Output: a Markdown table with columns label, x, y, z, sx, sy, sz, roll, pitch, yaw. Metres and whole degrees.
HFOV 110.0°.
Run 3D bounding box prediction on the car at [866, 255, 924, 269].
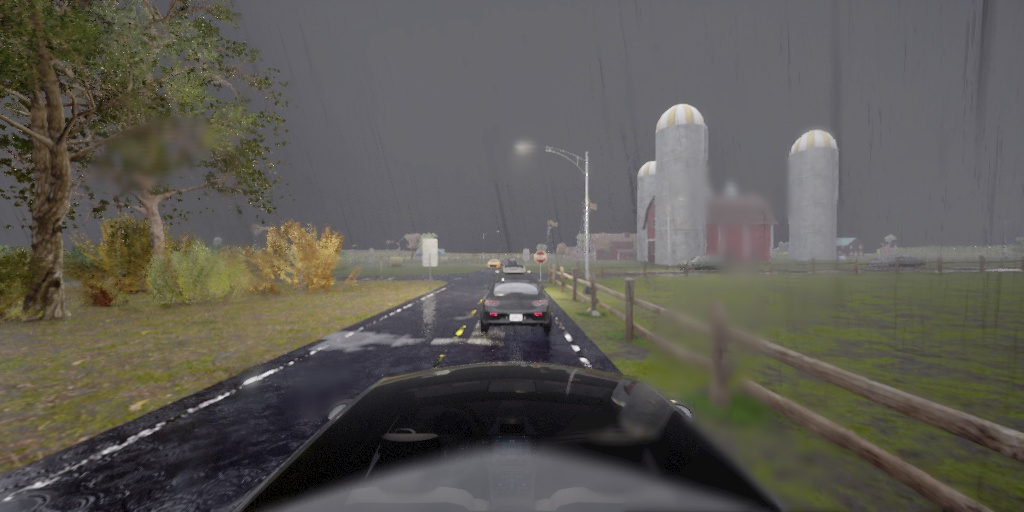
| label | x | y | z | sx | sy | sz | roll | pitch | yaw |
| --- | --- | --- | --- | --- | --- | --- | --- | --- | --- |
| car | 39.508 | 0.614 | 37.066 | 4.902 | 1.511 | 2.128 | -1 | 1 | 0 |

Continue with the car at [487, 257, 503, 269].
| label | x | y | z | sx | sy | sz | roll | pitch | yaw |
| --- | --- | --- | --- | --- | --- | --- | --- | --- | --- |
| car | -2.771 | 1.206 | 55.075 | 1.882 | 1.535 | 5.008 | 0 | 0 | 0 |

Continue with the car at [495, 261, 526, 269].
| label | x | y | z | sx | sy | sz | roll | pitch | yaw |
| --- | --- | --- | --- | --- | --- | --- | --- | --- | --- |
| car | 0.089 | 1.239 | 21.103 | 1.837 | 1.490 | 4.892 | 0 | 0 | -1 |

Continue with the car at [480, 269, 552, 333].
| label | x | y | z | sx | sy | sz | roll | pitch | yaw |
| --- | --- | --- | --- | --- | --- | --- | --- | --- | --- |
| car | 0.110 | 1.267 | 10.616 | 1.812 | 1.442 | 4.674 | 0 | 0 | 0 |

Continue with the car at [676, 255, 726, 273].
| label | x | y | z | sx | sy | sz | roll | pitch | yaw |
| --- | --- | --- | --- | --- | --- | --- | --- | --- | --- |
| car | 19.380 | 0.758 | 36.974 | 4.553 | 1.767 | 2.097 | -1 | 1 | 0 |
